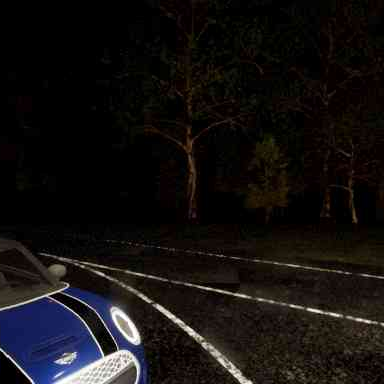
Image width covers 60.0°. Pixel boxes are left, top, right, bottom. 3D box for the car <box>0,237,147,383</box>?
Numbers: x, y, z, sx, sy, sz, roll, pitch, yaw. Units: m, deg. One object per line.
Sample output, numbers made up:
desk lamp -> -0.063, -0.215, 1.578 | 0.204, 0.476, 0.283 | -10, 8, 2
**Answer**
car -> -2.666, 1.338, 3.771 | 4.553, 1.767, 2.097 | 1, 0, 35
